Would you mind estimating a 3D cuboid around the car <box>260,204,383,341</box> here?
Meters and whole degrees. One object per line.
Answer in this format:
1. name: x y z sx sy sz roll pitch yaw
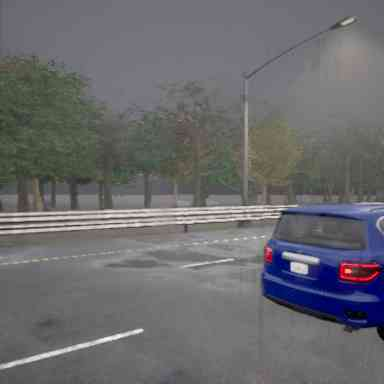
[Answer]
1. car: 3.802 1.256 6.583 5.566 2.045 2.150 0 0 -35
